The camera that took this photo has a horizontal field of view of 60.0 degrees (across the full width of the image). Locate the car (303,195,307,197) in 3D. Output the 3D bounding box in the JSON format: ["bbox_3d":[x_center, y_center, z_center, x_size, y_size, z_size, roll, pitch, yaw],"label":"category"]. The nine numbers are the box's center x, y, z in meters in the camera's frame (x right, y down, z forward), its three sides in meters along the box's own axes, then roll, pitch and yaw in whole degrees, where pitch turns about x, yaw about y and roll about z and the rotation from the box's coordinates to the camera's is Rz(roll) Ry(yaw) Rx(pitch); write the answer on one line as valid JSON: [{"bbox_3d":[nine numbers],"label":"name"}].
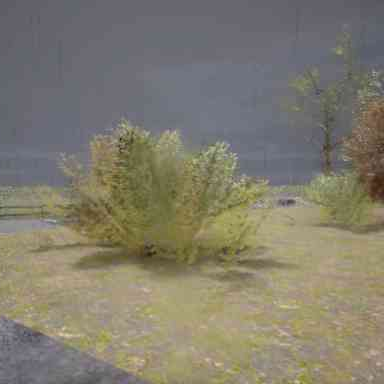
[{"bbox_3d":[20.210,1.222,57.938,2.128,1.511,4.902,1,1,40],"label":"car"}]

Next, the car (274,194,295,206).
[{"bbox_3d":[13.913,1.129,50.367,2.097,1.767,4.553,1,1,41],"label":"car"}]
